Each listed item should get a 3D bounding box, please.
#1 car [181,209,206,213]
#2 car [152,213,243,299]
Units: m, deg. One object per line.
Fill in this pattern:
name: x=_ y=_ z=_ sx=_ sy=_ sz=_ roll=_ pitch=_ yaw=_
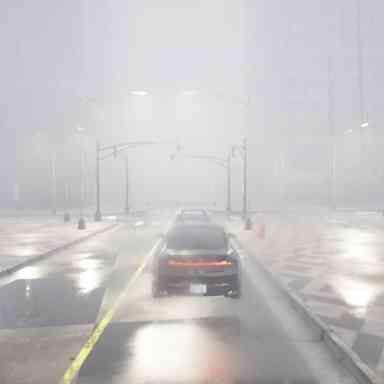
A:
car: x=0.061 y=1.556 z=17.340 sx=1.994 sy=1.385 sz=4.181 roll=0 pitch=0 yaw=1
car: x=0.101 y=1.502 z=8.437 sx=1.837 sy=1.490 sz=4.892 roll=0 pitch=0 yaw=0
